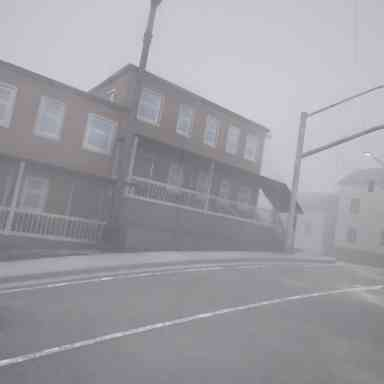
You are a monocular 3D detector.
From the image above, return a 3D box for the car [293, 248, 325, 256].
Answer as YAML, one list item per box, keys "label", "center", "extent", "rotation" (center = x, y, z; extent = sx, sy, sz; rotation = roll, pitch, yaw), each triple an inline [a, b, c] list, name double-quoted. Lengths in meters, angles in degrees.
- label: "car"
  center: [9.652, 5.690, 29.287]
  extent: [1.812, 1.442, 4.674]
  rotation: [14, -16, -34]
